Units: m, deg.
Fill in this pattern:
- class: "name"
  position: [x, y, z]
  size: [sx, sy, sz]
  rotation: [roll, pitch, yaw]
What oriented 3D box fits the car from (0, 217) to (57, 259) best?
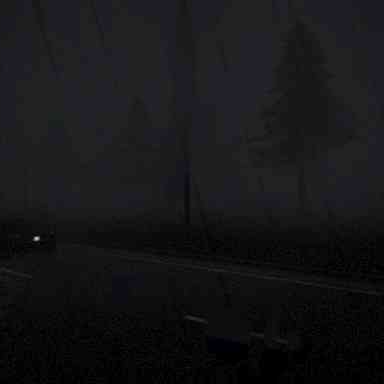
- class: "car"
  position: [-7.358, 1.714, 13.435]
  size: [4.181, 1.385, 1.994]
  rotation: [-1, 0, 36]
